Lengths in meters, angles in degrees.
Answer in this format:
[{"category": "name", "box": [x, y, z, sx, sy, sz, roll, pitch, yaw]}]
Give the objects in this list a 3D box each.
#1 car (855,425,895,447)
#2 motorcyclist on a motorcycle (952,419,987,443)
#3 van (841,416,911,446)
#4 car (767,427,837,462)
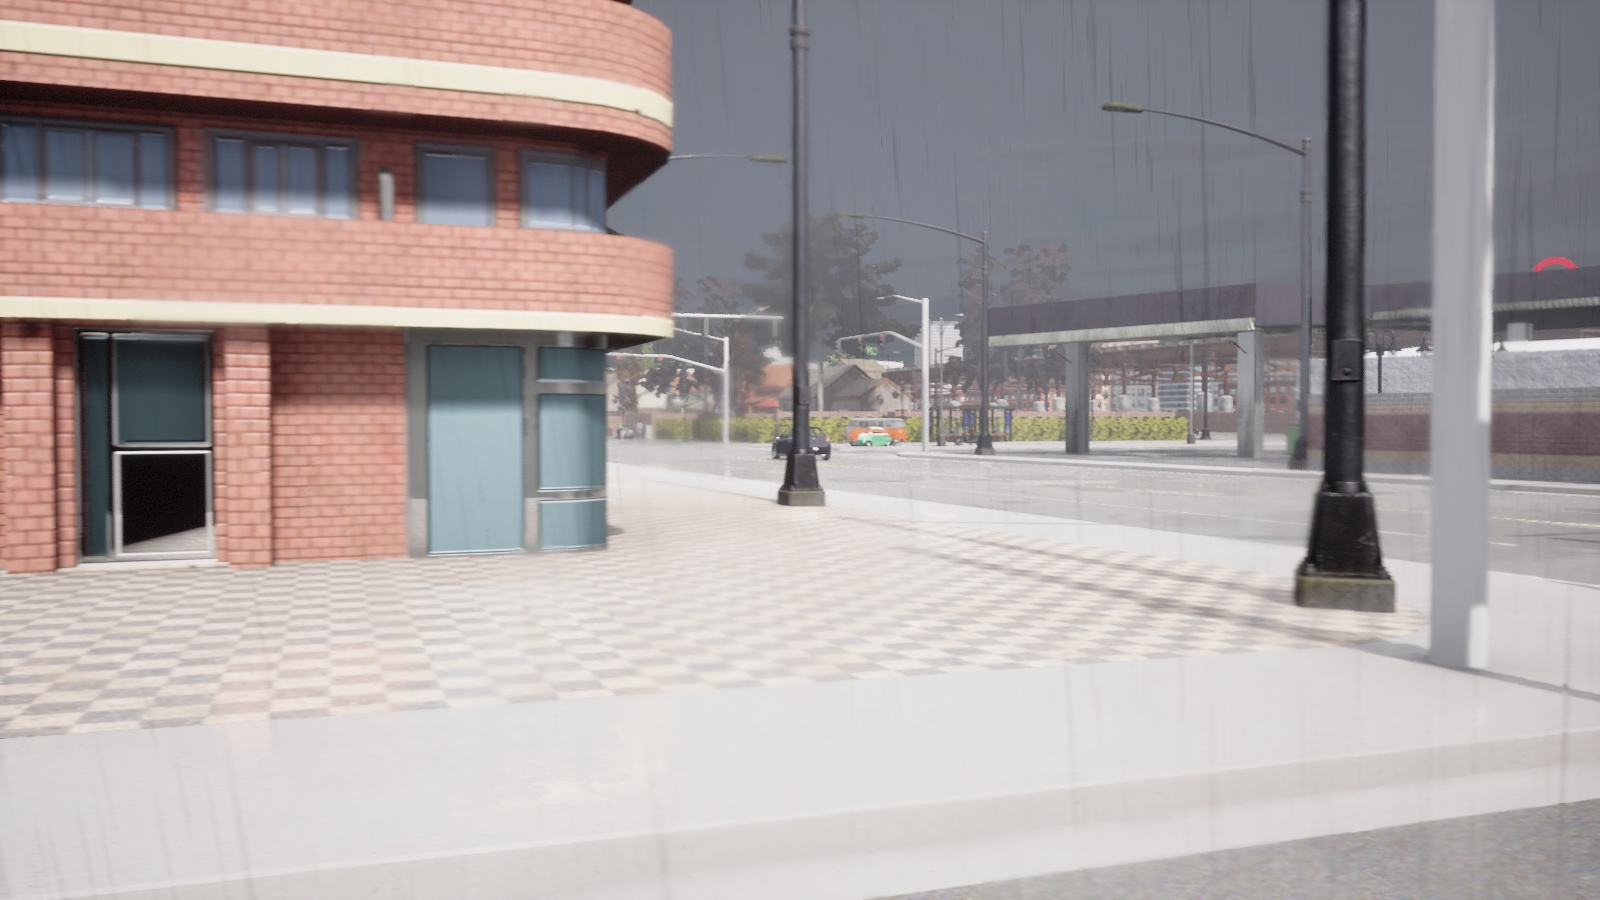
[{"category": "car", "box": [4.923, -0.920, 82.709, 2.207, 1.376, 1.481, -1, 1, -21]}, {"category": "motorcyclist on a motorcycle", "box": [12.030, -1.334, 89.183, 2.350, 1.649, 0.766, -2, 1, -21]}, {"category": "van", "box": [5.211, -1.313, 86.564, 4.442, 1.987, 1.775, -2, 1, -21]}, {"category": "car", "box": [0.049, -0.273, 56.435, 1.845, 1.501, 3.633, -2, 1, -22]}]
